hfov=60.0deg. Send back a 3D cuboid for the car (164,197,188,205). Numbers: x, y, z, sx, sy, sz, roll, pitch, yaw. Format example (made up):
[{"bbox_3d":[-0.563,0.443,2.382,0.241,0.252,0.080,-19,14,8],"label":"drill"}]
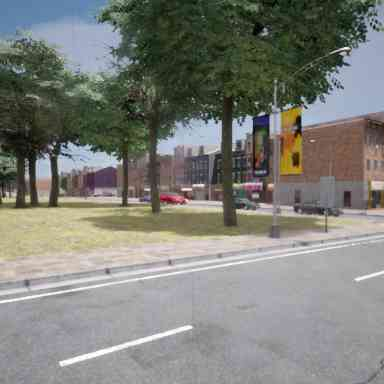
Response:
[{"bbox_3d":[-2.907,1.485,58.461,1.895,1.301,4.718,1,0,-35],"label":"car"}]

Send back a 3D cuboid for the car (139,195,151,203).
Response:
[{"bbox_3d":[-8.779,1.397,66.612,2.033,1.411,5.357,1,0,-35],"label":"car"}]

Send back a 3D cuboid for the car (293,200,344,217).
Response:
[{"bbox_3d":[12.193,1.585,32.268,1.837,1.490,4.892,1,0,-35],"label":"car"}]

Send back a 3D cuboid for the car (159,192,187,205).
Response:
[{"bbox_3d":[-3.282,1.101,54.047,2.150,2.045,5.566,0,0,-35],"label":"car"}]

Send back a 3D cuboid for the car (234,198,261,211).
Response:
[{"bbox_3d":[6.207,1.492,40.675,1.837,1.490,4.892,1,0,-35],"label":"car"}]
